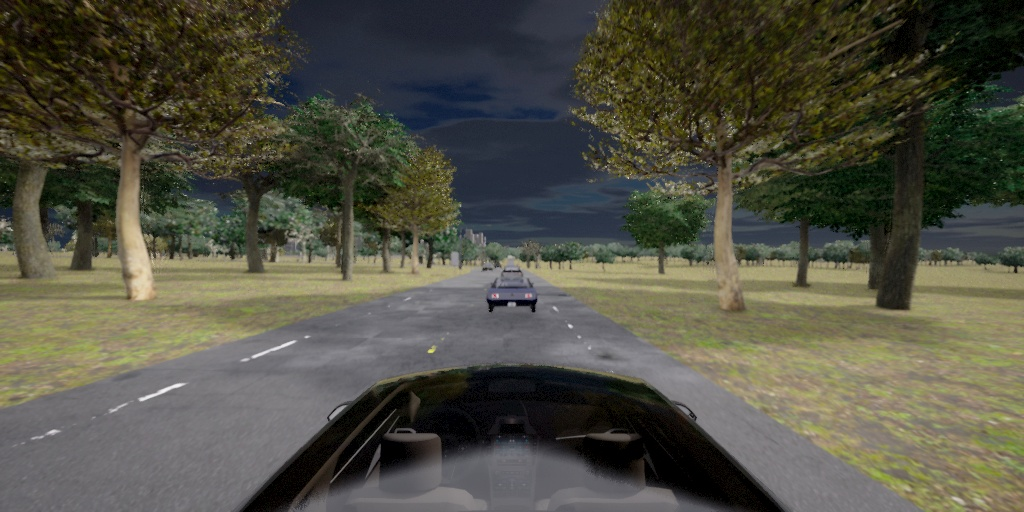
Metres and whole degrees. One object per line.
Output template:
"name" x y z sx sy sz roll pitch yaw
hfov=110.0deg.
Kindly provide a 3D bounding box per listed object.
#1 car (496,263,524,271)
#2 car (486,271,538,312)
"car" 0.014 1.569 30.379 2.128 1.511 4.902 0 -1 1
"car" 0.014 1.489 15.106 1.895 1.301 4.718 0 -1 0
